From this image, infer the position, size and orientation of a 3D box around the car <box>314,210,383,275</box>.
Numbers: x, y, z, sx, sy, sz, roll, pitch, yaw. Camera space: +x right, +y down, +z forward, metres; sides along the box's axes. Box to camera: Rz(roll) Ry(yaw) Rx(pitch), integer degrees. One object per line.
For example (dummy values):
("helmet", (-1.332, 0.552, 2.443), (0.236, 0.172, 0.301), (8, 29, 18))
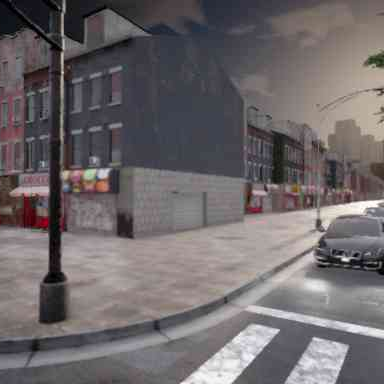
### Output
("car", (5.359, 1.539, 10.823), (1.837, 1.490, 4.892), (0, 0, 33))

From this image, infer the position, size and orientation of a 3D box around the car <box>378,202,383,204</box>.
("car", (16.209, 1.629, 27.644), (1.837, 1.490, 4.892), (0, 0, 33))

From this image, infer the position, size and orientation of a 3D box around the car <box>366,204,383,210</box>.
("car", (10.697, 1.619, 19.099), (2.033, 1.411, 5.357), (0, 0, 33))
